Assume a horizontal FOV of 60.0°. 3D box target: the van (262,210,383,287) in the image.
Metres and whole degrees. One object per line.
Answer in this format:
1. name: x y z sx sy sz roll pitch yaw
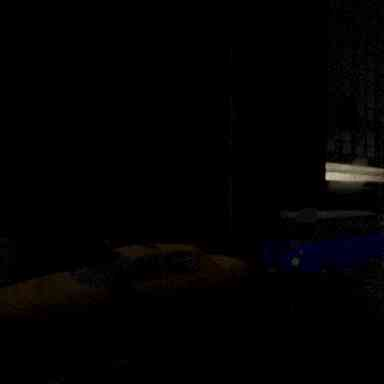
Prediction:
1. van: 3.689 1.417 9.275 3.998 1.788 1.690 1 0 -35

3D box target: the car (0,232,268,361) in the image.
1. car: -1.019 1.548 5.920 4.829 1.417 1.752 1 0 -35
